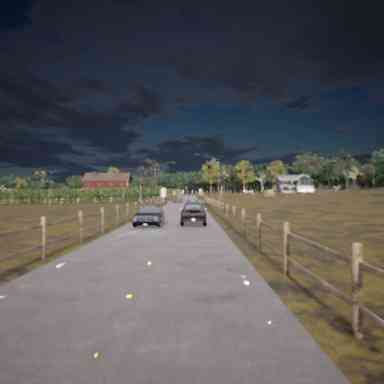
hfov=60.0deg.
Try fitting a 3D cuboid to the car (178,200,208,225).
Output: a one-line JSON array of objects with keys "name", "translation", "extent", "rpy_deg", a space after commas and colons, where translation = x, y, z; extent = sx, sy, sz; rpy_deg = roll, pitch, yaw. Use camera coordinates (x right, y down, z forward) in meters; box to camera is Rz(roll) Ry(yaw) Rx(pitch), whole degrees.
[{"name": "car", "translation": [0.094, 1.581, 24.633], "extent": [1.837, 1.490, 4.892], "rpy_deg": [0, 0, 0]}]

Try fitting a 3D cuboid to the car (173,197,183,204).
[{"name": "car", "translation": [-2.764, 1.640, 66.713], "extent": [1.994, 1.385, 4.181], "rpy_deg": [0, 0, 0]}]

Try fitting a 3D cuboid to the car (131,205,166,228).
[{"name": "car", "translation": [-2.855, 1.619, 23.033], "extent": [2.033, 1.411, 5.357], "rpy_deg": [0, 0, 0]}]
